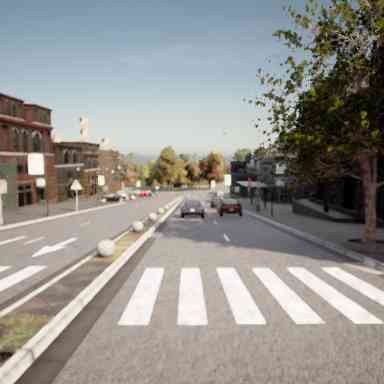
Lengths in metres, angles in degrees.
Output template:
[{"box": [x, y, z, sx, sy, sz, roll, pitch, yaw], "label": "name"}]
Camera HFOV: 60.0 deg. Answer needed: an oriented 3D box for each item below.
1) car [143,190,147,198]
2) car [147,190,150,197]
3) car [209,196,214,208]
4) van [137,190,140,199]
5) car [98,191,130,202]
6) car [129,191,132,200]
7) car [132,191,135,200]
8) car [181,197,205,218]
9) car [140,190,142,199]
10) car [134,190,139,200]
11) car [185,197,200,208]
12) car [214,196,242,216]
[{"box": [-14.087, 0.892, 79.815, 4.892, 1.521, 2.231, -1, 1, -20], "label": "car"}, {"box": [-14.128, 0.617, 82.844, 5.566, 2.045, 2.435, -1, 1, -20], "label": "car"}, {"box": [3.304, 1.224, 42.747, 2.128, 1.511, 4.902, 0, 0, 0], "label": "car"}, {"box": [-13.965, 0.734, 70.719, 4.442, 1.987, 1.878, -1, 0, -20], "label": "van"}, {"box": [-14.015, 1.060, 58.481, 4.892, 1.521, 2.231, -1, 1, -20], "label": "car"}, {"box": [-14.076, 0.908, 61.523, 4.553, 1.767, 2.185, -1, 0, -20], "label": "car"}, {"box": [-14.084, 1.039, 64.567, 4.792, 1.488, 2.163, -1, 1, -20], "label": "car"}, {"box": [0.062, 1.386, 28.408, 1.994, 1.385, 4.181, 0, 0, 1], "label": "car"}, {"box": [-14.049, 0.812, 73.728, 4.553, 1.767, 2.185, -1, 1, -20], "label": "car"}, {"box": [-14.238, 0.984, 67.561, 5.366, 1.575, 1.946, -1, 1, -20], "label": "car"}, {"box": [0.060, 1.322, 43.749, 1.895, 1.301, 4.718, 0, 0, 0], "label": "car"}, {"box": [3.290, 1.295, 29.778, 1.882, 1.535, 5.008, 0, 0, 0], "label": "car"}]
